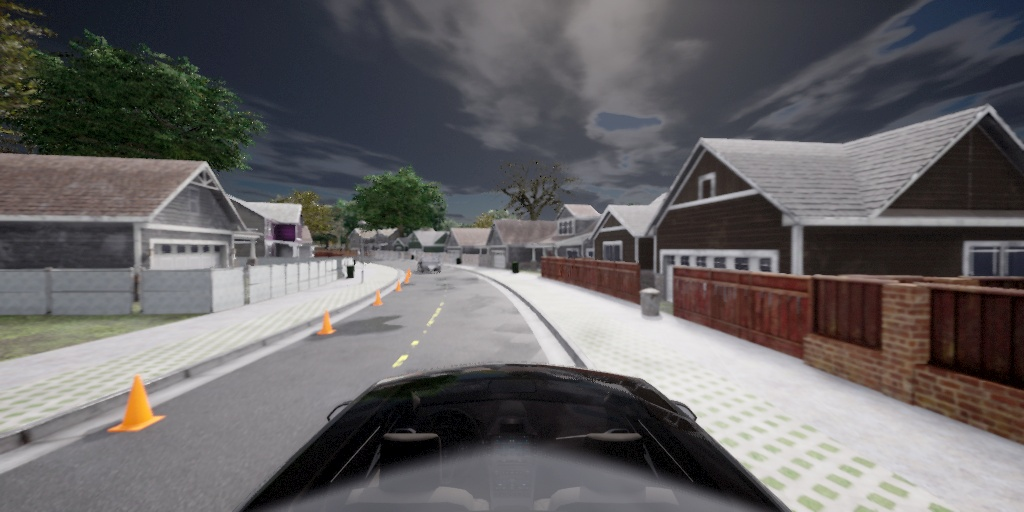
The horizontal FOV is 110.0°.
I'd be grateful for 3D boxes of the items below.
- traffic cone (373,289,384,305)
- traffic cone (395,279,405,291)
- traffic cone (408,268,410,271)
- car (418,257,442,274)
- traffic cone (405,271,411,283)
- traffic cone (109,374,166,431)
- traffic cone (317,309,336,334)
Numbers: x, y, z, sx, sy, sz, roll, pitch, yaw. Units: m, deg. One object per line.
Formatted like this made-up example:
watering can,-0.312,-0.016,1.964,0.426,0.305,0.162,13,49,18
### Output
traffic cone,-5.221,1.589,13.990,0.340,0.580,0.340,0,0,-7
traffic cone,-5.951,1.522,18.819,0.340,0.580,0.340,0,0,-10
traffic cone,-8.085,1.388,28.347,0.340,0.580,0.340,0,0,-15
car,-7.854,0.834,34.005,2.128,1.511,4.902,-1,1,-19
traffic cone,-6.906,1.454,23.608,0.340,0.580,0.340,0,0,-13
traffic cone,-4.439,1.702,4.257,0.340,0.580,0.340,0,0,-2
traffic cone,-4.716,1.649,9.133,0.340,0.580,0.340,0,0,-5
